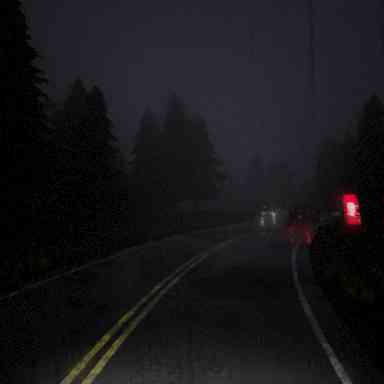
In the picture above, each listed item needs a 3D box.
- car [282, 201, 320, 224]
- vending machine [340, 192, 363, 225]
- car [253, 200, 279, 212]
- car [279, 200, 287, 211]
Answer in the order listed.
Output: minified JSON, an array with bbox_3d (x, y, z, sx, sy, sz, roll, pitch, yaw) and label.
[{"bbox_3d":[8.695,1.571,25.628,2.128,1.511,4.902,-2,-1,26],"label":"car"},{"bbox_3d":[10.885,1.143,22.703,1.100,2.100,0.880,-8,-9,30],"label":"vending machine"},{"bbox_3d":[9.136,1.756,42.704,1.837,1.490,4.892,1,-1,-4],"label":"car"},{"bbox_3d":[12.399,1.859,44.146,1.812,1.442,4.674,1,-2,-3],"label":"car"}]
